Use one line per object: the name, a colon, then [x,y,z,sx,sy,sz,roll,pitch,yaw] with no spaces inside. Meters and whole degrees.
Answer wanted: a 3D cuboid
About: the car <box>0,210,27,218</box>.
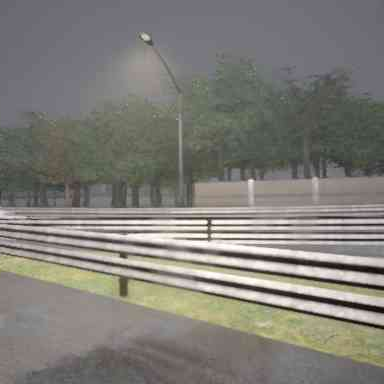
car: [-12.657,1.883,21.018,4.674,1.442,1.812,0,-1,11]
